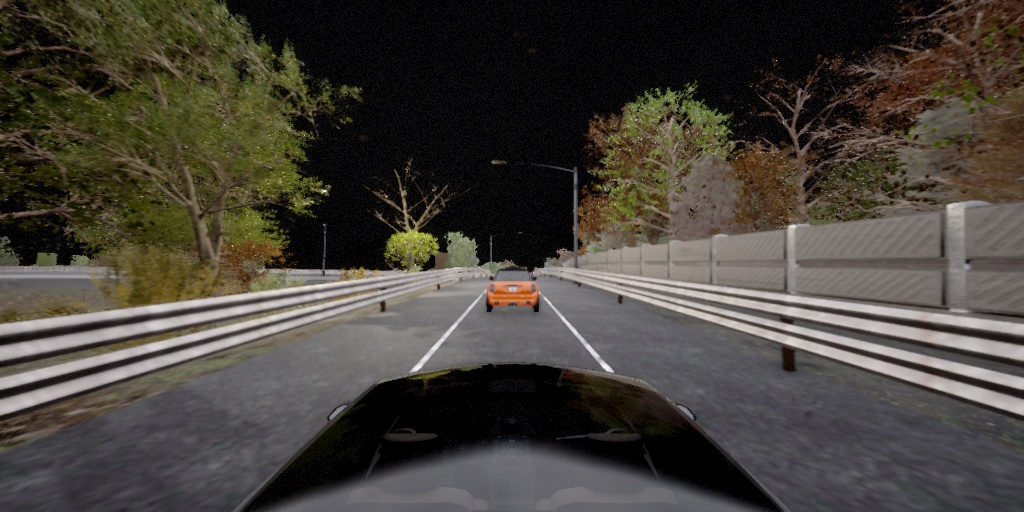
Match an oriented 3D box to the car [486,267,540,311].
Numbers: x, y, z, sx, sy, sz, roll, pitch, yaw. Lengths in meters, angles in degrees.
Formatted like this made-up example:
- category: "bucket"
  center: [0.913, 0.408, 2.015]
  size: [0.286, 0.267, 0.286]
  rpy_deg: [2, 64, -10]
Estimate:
- category: "car"
  center: [0.045, 1.296, 15.612]
  size: [2.097, 1.767, 4.553]
  rpy_deg: [0, -1, 0]
